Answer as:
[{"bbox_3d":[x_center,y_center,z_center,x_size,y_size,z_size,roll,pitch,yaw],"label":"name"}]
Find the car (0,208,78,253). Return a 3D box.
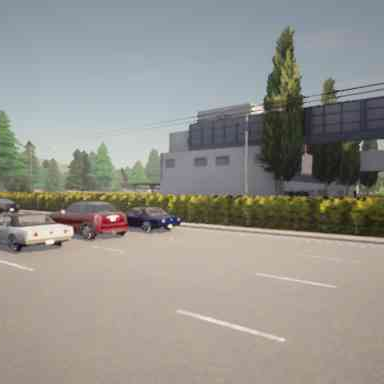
[{"bbox_3d":[-6.972,1.519,13.476,4.718,1.301,1.895,1,0,36],"label":"car"}]

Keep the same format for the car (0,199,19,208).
[{"bbox_3d":[-17.192,1.329,29.679,4.674,1.442,1.812,1,0,36],"label":"car"}]

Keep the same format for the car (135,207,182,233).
[{"bbox_3d":[-2.956,1.536,19.212,4.718,1.301,1.895,1,0,36],"label":"car"}]

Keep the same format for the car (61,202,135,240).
[{"bbox_3d":[-5.361,1.274,16.636,4.553,1.767,2.097,0,0,36],"label":"car"}]
